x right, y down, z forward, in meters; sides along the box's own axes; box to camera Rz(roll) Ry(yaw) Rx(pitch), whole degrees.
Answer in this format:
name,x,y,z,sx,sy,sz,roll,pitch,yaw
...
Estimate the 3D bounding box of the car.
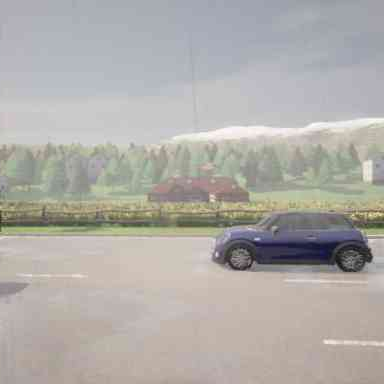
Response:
name,x,y,z,sx,sy,sz,roll,pitch,yaw
car,2.879,1.358,10.278,4.553,1.767,2.097,0,0,6
